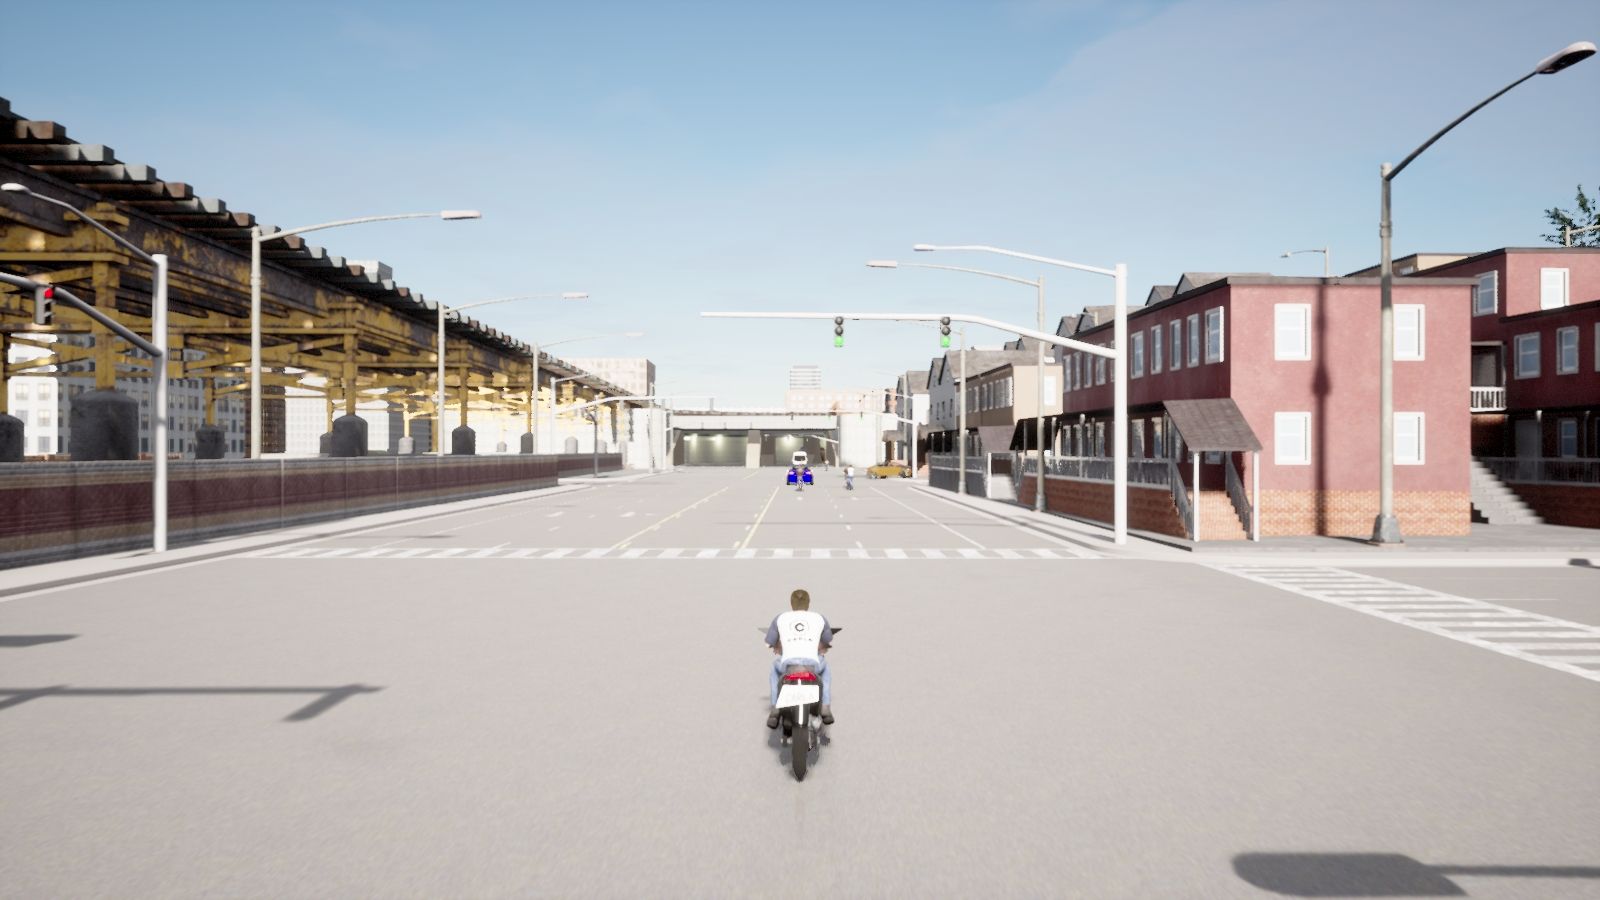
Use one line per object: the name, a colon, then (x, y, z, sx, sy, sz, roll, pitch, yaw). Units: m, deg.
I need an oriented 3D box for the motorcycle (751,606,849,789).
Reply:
motorcycle: (0.003, 2.174, 10.411, 0.803, 1.224, 2.033, 0, 0, 0)
